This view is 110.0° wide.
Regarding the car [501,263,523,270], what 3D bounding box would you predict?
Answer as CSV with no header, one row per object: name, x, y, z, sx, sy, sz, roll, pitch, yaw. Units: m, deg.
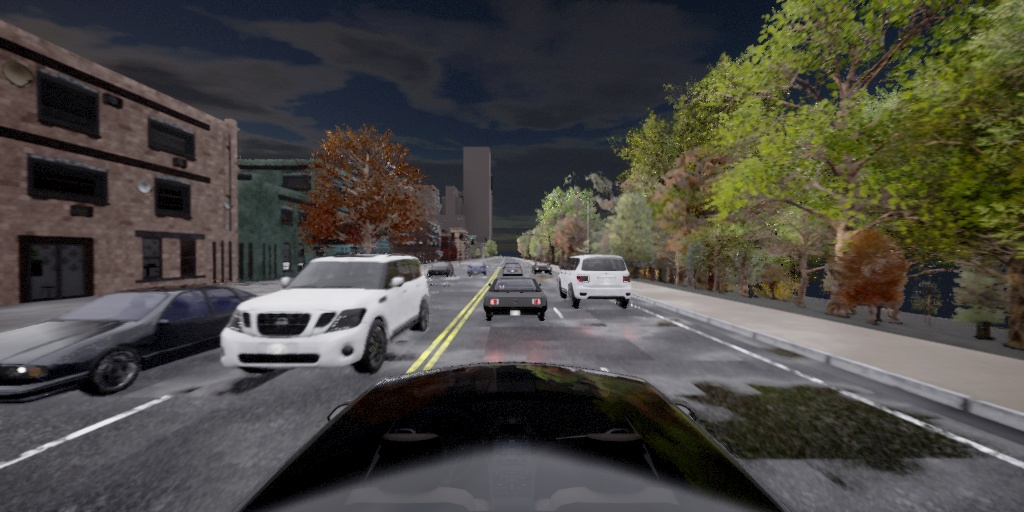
car,0.002,1.294,32.034,2.033,1.411,5.357,0,0,-1

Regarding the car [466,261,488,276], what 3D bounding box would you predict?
car,-3.519,1.272,36.703,1.812,1.442,4.674,0,0,-1

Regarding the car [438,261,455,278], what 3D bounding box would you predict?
car,-6.736,1.224,34.612,1.882,1.535,5.008,0,0,-1

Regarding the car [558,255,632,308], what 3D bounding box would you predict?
car,3.350,0.970,15.392,2.150,2.045,5.566,0,0,0

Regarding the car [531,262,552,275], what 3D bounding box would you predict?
car,3.144,1.346,38.954,1.895,1.301,4.718,0,0,-1

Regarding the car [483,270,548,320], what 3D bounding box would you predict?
car,0.100,1.349,12.549,1.895,1.301,4.718,0,0,0

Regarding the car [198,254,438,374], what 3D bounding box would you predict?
car,-3.349,0.971,7.878,2.150,2.045,5.566,0,0,0

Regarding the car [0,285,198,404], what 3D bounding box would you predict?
car,-6.599,1.297,6.843,2.033,1.411,5.357,0,0,0
